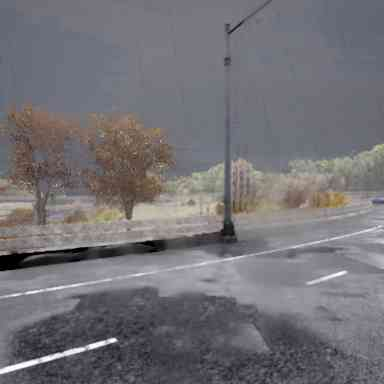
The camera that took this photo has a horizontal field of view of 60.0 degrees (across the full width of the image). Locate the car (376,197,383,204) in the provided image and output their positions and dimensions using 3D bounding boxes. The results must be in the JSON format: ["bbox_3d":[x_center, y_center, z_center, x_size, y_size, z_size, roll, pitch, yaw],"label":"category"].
[{"bbox_3d":[47.309,2.106,81.825,1.837,1.490,4.892,0,0,4],"label":"car"}]

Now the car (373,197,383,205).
[{"bbox_3d":[37.563,1.829,66.197,1.882,1.535,5.008,0,0,12],"label":"car"}]
